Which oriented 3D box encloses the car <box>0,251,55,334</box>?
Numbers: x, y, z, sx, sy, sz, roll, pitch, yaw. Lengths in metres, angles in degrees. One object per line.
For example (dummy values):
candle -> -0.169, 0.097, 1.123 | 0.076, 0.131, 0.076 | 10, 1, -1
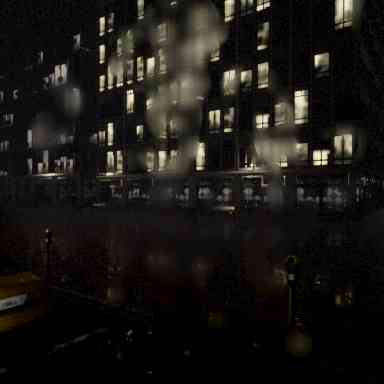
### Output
car -> -4.448, 1.530, 6.025 | 4.829, 1.417, 1.752 | 0, 0, 35
